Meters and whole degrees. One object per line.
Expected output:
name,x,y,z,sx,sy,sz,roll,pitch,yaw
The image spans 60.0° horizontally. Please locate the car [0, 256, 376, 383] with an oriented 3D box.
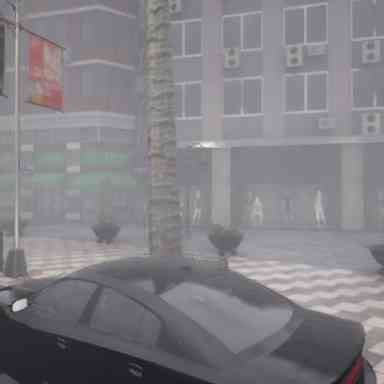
car,-0.723,1.515,3.860,5.008,1.535,1.882,0,-1,37
